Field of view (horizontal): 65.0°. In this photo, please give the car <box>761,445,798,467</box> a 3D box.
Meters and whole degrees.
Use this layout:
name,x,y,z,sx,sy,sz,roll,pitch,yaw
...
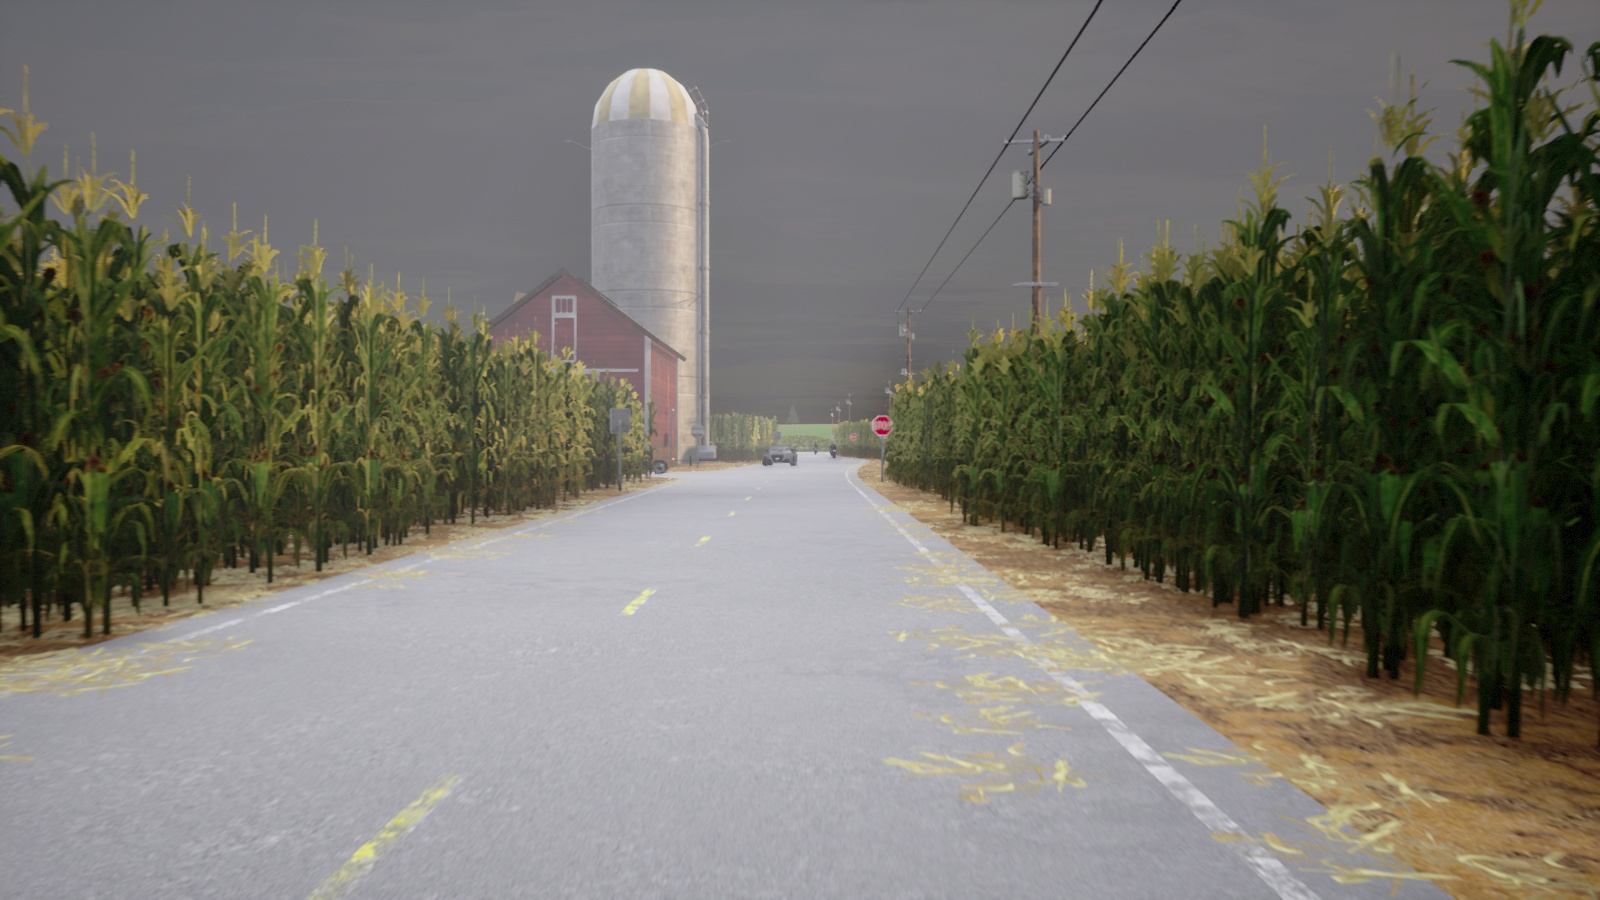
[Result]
name,x,y,z,sx,sy,sz,roll,pitch,yaw
car,-1.280,0.351,81.282,1.994,1.385,4.181,0,0,5

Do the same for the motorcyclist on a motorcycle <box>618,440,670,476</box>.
name,x,y,z,sx,sy,sz,roll,pitch,yaw
motorcyclist on a motorcycle,-7.310,0.359,58.799,2.350,1.649,0.766,0,0,-2
